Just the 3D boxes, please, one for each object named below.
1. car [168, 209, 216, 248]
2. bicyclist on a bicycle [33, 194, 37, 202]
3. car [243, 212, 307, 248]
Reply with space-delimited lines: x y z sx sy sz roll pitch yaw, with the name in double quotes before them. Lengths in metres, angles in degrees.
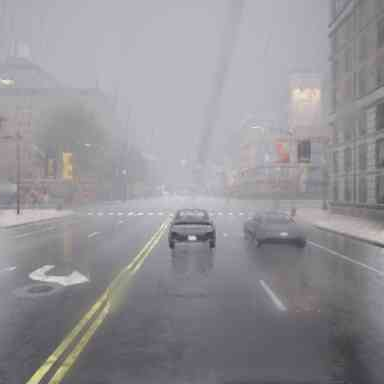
"car" -0.001 1.494 14.653 2.128 1.511 4.902 0 0 0
"bicyclist on a bicycle" -31.492 1.299 66.786 0.582 1.620 1.656 0 0 0
"car" 3.499 1.571 14.660 1.994 1.385 4.181 0 0 0
